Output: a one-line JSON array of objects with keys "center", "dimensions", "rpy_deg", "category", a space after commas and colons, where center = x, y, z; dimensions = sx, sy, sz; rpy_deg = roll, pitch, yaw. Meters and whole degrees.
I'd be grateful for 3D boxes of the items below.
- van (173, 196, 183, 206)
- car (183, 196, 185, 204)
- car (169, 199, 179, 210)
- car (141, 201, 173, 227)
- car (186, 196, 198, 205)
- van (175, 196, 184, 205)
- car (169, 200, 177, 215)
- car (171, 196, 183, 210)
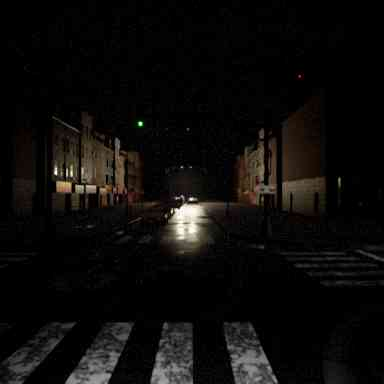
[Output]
[{"center": [-2.583, 1.617, 63.211], "dimensions": [1.690, 1.788, 3.998], "rpy_deg": [0, 0, 0], "category": "van"}, {"center": [-2.592, 1.655, 51.999], "dimensions": [1.967, 1.590, 4.097], "rpy_deg": [0, 0, 0], "category": "car"}, {"center": [-2.607, 1.712, 35.183], "dimensions": [1.802, 1.307, 4.206], "rpy_deg": [0, 0, 0], "category": "car"}, {"center": [-2.615, 1.607, 23.803], "dimensions": [1.752, 1.417, 4.829], "rpy_deg": [0, 0, 0], "category": "car"}, {"center": [0.155, 1.901, 67.411], "dimensions": [1.895, 1.301, 4.718], "rpy_deg": [0, 0, 0], "category": "car"}, {"center": [-2.578, 1.649, 68.816], "dimensions": [1.690, 1.788, 3.998], "rpy_deg": [0, 0, 0], "category": "van"}, {"center": [-2.611, 1.650, 29.578], "dimensions": [1.887, 1.381, 4.507], "rpy_deg": [0, 0, 0], "category": "car"}, {"center": [-2.597, 1.625, 46.394], "dimensions": [1.967, 1.590, 4.097], "rpy_deg": [0, 0, 0], "category": "car"}]
